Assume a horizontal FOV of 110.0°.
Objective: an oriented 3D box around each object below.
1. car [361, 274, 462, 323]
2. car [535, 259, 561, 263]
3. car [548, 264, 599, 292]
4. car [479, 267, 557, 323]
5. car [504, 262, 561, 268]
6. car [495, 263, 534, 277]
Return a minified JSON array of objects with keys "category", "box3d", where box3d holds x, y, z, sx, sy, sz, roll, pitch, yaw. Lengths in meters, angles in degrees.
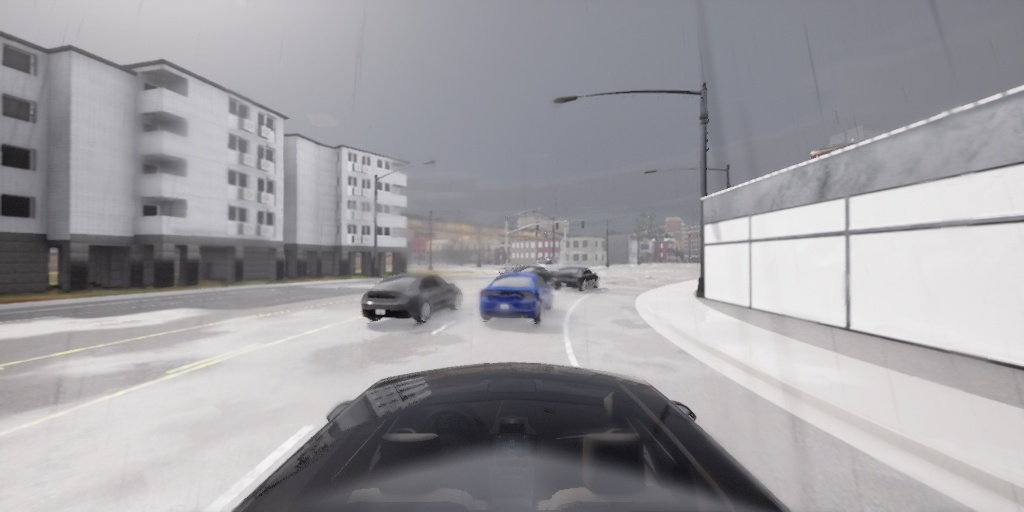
[{"category":"car","box3d":[-3.285,1.362,12.655,1.837,1.490,4.892,0,0,12]},{"category":"car","box3d":[3.751,1.357,41.036,2.150,2.045,5.566,0,-1,38]},{"category":"car","box3d":[4.335,1.470,23.639,1.837,1.490,4.892,0,0,30]},{"category":"car","box3d":[0.323,1.334,12.753,1.882,1.535,5.008,0,-1,12]},{"category":"car","box3d":[1.569,1.460,25.809,1.882,1.535,5.008,0,0,30]},{"category":"car","box3d":[0.387,1.635,42.421,2.128,1.511,4.902,0,-1,38]}]
